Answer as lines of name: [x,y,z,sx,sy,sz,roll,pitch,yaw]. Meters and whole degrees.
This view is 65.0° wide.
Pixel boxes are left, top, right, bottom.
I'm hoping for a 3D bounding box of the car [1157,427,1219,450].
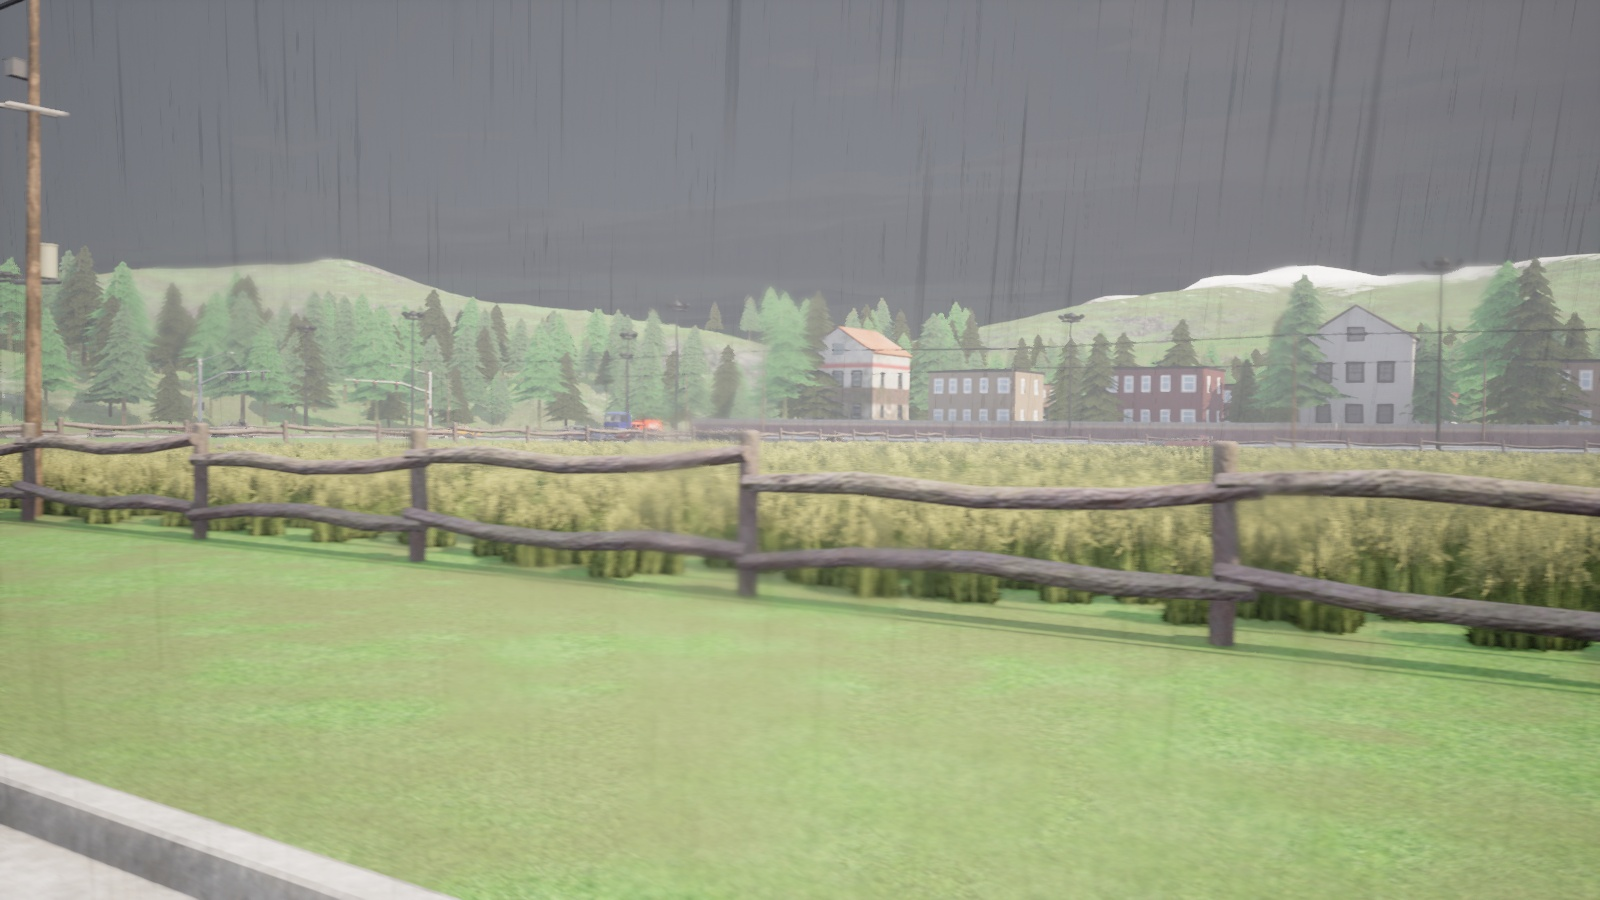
car: [26.345,-0.776,85.293,3.633,1.501,1.845,0,1,34]
